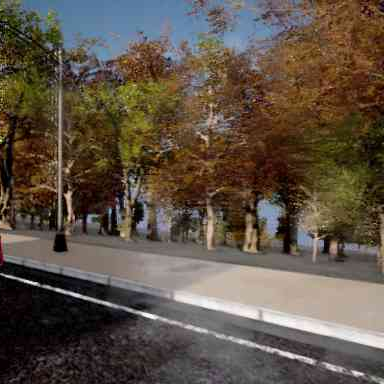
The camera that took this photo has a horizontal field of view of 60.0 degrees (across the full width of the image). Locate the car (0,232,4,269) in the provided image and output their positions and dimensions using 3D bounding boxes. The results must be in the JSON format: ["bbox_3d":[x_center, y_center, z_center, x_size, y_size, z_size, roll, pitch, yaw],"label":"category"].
[{"bbox_3d":[-7.179,1.301,8.805,5.566,2.045,2.150,-1,0,35],"label":"car"}]
